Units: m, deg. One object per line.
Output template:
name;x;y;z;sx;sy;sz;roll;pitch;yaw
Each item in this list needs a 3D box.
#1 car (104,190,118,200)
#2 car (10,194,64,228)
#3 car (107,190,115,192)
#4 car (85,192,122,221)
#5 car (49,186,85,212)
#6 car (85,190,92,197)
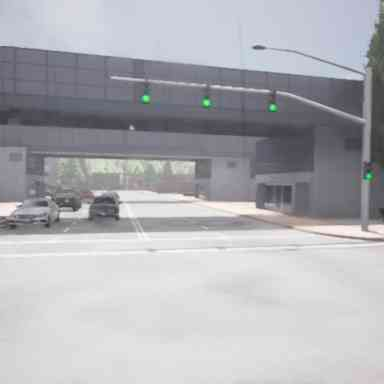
car;-12.335;0.457;50.777;1.994;1.385;4.181;0;1;-12
car;-8.566;1.072;18.493;1.812;1.442;4.674;0;1;-13
car;-7.915;0.817;31.297;1.837;1.490;4.892;0;1;-13
car;-5.835;1.014;22.258;1.837;1.490;4.892;0;1;-13
car;-10.959;0.539;28.914;2.150;2.045;5.566;0;2;-13
car;-15.427;0.422;48.537;1.812;1.442;4.674;0;1;-12
